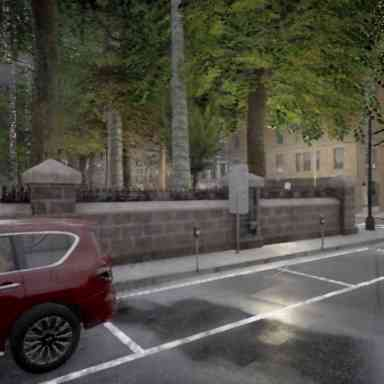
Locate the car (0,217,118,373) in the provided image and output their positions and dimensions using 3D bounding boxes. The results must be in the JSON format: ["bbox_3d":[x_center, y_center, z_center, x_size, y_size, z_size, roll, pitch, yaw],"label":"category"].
[{"bbox_3d":[-3.415,1.316,4.098,5.009,1.841,2.192,0,0,-36],"label":"car"}]
